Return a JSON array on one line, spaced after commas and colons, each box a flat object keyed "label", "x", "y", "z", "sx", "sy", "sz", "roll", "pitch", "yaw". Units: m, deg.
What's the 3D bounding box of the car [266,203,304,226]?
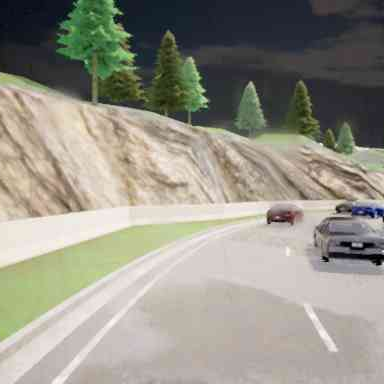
[{"label": "car", "x": 6.959, "y": 1.577, "z": 24.563, "sx": 1.882, "sy": 1.535, "sz": 5.008, "roll": 0, "pitch": 0, "yaw": 29}]

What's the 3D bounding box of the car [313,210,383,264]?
[{"label": "car", "x": 5.565, "y": 1.614, "z": 12.182, "sx": 2.033, "sy": 1.411, "sz": 5.357, "roll": 0, "pitch": 0, "yaw": 16}]

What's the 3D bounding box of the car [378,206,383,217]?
[{"label": "car", "x": 12.197, "y": 1.734, "z": 19.320, "sx": 1.895, "sy": 1.301, "sz": 4.718, "roll": 0, "pitch": 0, "yaw": 27}]

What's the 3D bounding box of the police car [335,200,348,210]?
[{"label": "police car", "x": 18.474, "y": 1.724, "z": 38.306, "sx": 4.974, "sy": 1.542, "sz": 2.038, "roll": 0, "pitch": 0, "yaw": -41}]

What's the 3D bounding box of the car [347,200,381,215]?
[{"label": "car", "x": 16.761, "y": 1.670, "z": 31.588, "sx": 1.882, "sy": 1.535, "sz": 5.008, "roll": 0, "pitch": 0, "yaw": 42}]
